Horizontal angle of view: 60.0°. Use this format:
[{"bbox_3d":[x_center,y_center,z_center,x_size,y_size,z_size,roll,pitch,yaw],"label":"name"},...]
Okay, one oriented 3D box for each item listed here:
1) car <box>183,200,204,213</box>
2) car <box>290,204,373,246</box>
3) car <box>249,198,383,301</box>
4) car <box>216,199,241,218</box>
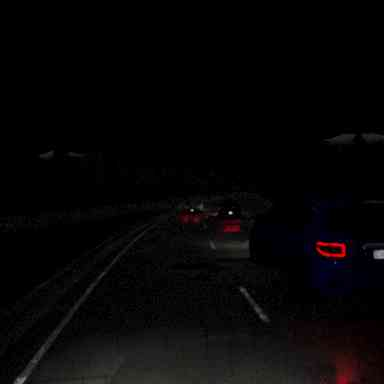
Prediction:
[{"bbox_3d":[0.241,1.552,35.544,1.895,1.301,4.718,-1,0,6],"label":"car"},{"bbox_3d":[6.261,1.400,15.616,1.812,1.442,4.674,-1,0,-1],"label":"car"},{"bbox_3d":[3.055,1.159,8.365,2.150,2.045,5.566,-1,0,-4],"label":"car"},{"bbox_3d":[3.224,1.414,29.167,1.837,1.490,4.892,-1,0,3],"label":"car"}]
